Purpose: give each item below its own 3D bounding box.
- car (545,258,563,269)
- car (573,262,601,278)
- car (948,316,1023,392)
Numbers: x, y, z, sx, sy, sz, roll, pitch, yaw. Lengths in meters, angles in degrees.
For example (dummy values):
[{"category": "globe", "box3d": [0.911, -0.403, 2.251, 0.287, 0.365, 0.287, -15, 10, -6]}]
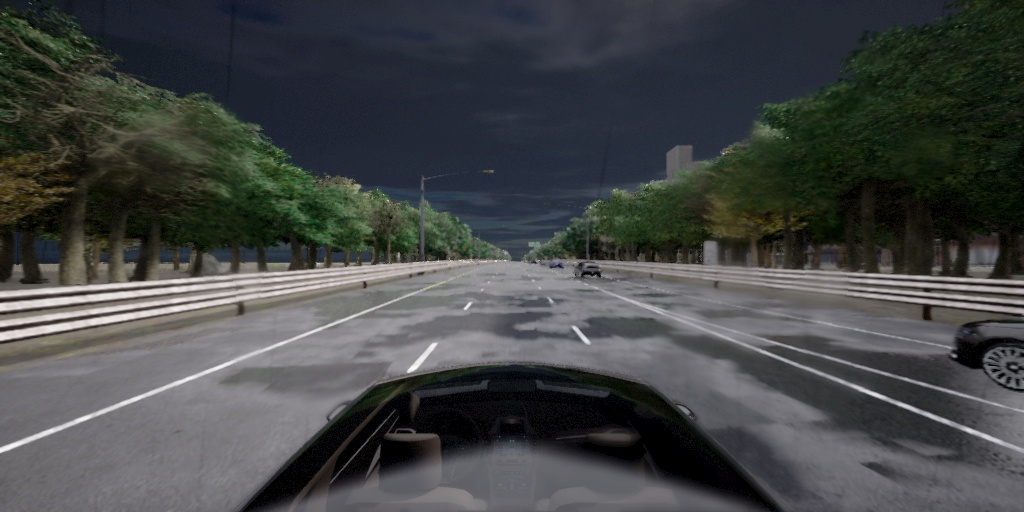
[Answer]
[{"category": "car", "box3d": [7.046, 1.174, 58.519, 2.097, 1.767, 4.553, 0, 0, 0]}, {"category": "car", "box3d": [6.997, 1.258, 33.587, 1.837, 1.490, 4.892, 0, 0, 0]}, {"category": "car", "box3d": [8.543, 1.257, 3.995, 2.128, 1.511, 4.902, 0, 0, -9]}]
